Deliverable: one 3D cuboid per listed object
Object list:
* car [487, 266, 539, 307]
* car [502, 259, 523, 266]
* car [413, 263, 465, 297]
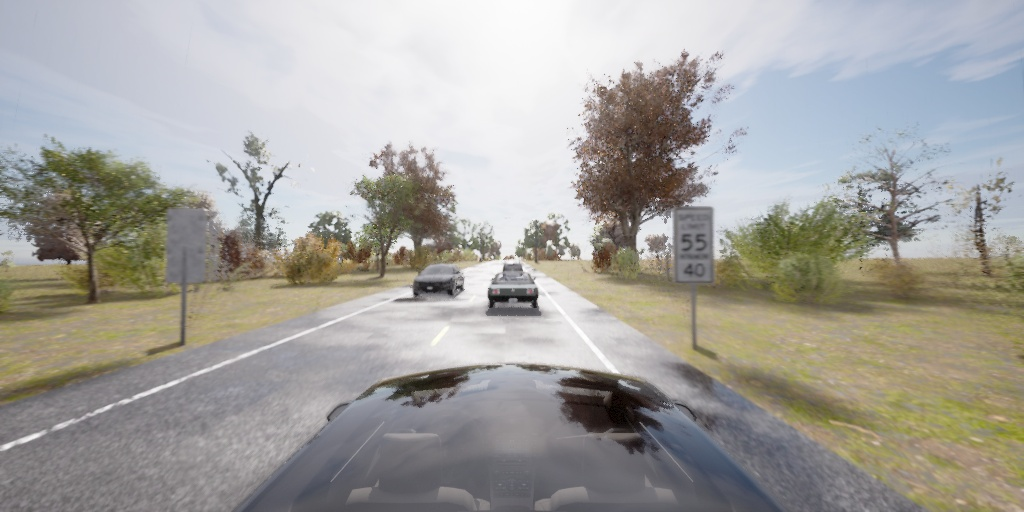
[{"bbox_3d":[0.053,1.269,14.843,1.895,1.301,4.718,0,0,0],"label":"car"},{"bbox_3d":[0.069,1.064,35.214,2.128,1.511,4.902,0,0,0],"label":"car"},{"bbox_3d":[-3.565,1.127,18.172,1.882,1.535,5.008,0,0,1],"label":"car"}]
